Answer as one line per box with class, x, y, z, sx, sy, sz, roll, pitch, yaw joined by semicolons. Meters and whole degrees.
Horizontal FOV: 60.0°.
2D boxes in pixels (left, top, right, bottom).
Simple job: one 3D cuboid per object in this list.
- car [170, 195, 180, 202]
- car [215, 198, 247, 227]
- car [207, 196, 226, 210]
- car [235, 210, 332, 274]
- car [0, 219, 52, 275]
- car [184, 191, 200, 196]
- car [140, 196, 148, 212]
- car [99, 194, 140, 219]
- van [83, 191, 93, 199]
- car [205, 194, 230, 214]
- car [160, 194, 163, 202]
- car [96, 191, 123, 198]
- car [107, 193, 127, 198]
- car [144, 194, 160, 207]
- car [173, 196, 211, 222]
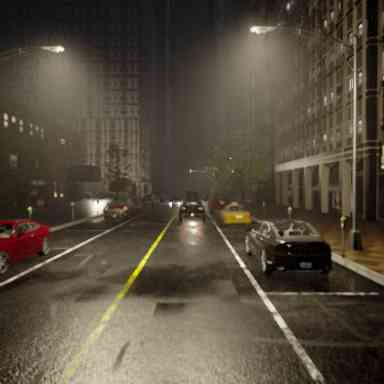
car;-2.996;1.118;60.621;1.895;1.301;4.718;0;0;0
car;2.687;1.352;21.233;1.752;1.417;4.829;0;0;0
car;2.689;1.240;37.636;1.887;1.381;4.507;0;0;0
car;2.687;1.468;10.016;2.008;1.369;4.403;0;0;0
car;-5.693;1.499;10.013;1.802;1.307;4.206;0;0;0
car;0.008;0.839;48.256;2.150;2.045;5.566;0;0;0
car;-5.692;1.322;32.109;1.802;1.307;4.206;0;0;0
car;-5.693;1.224;26.584;1.967;1.590;4.097;0;0;0
van;-24.143;0.739;73.752;3.998;1.788;1.690;0;1;1
car;2.687;1.055;32.110;2.192;1.841;5.009;0;0;0
car;-5.750;1.174;48.680;1.947;1.339;4.313;0;0;0
car;-18.603;0.721;73.694;5.009;1.841;2.192;0;1;1
car;-18.515;0.846;82.077;4.403;1.369;2.008;0;1;1
car;-5.692;1.092;43.156;1.967;1.590;4.097;0;0;0
car;0.032;1.297;24.359;2.128;1.511;4.902;0;0;1
